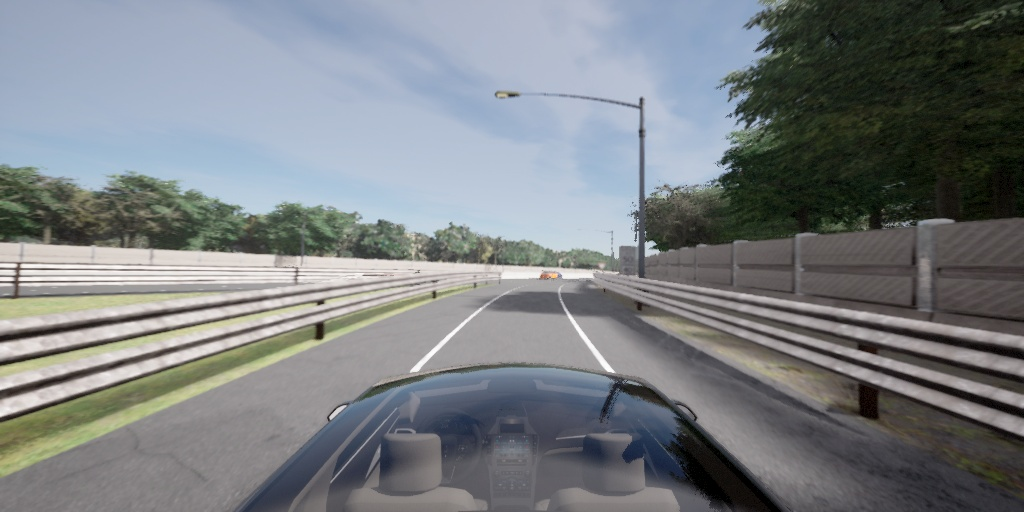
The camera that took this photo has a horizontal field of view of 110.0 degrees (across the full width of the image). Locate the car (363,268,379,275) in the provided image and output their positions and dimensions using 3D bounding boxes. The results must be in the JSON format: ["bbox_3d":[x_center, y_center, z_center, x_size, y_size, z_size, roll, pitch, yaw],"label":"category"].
[{"bbox_3d":[-15.364,2.259,42.920,1.837,1.490,4.892,-1,-3,31],"label":"car"}]

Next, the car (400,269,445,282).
[{"bbox_3d":[-9.366,2.164,39.316,1.882,1.535,5.008,-1,-3,31],"label":"car"}]
